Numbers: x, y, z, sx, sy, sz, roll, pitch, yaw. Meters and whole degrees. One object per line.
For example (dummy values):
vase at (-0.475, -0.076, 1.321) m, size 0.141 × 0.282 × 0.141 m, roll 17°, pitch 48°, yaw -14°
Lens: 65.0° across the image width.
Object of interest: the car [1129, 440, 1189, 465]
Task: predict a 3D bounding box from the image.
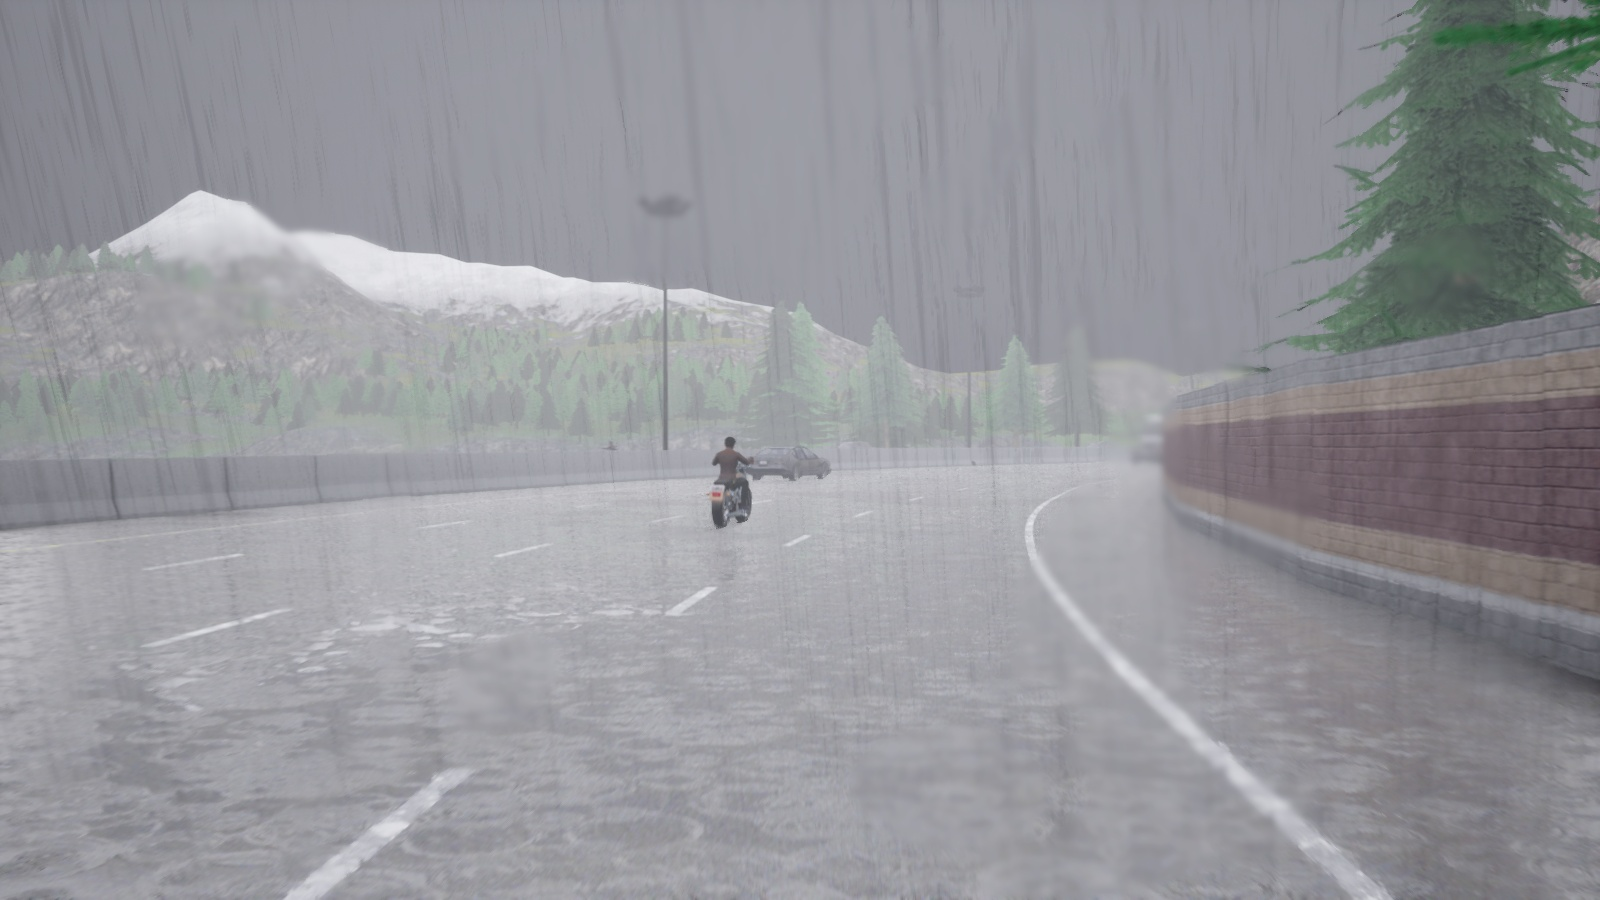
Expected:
car at (24.527, 0.134, 85.739) m, size 2.242 × 1.667 × 4.611 m, roll 0°, pitch 0°, yaw 40°

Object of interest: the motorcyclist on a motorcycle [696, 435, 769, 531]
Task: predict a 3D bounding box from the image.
motorcyclist on a motorcycle at (-1.201, 0.567, 22.818) m, size 0.766 × 1.649 × 2.350 m, roll 1°, pitch 0°, yaw 11°

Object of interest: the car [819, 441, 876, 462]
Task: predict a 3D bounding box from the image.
car at (3.764, 0.122, 98.981) m, size 2.033 × 1.649 × 4.856 m, roll 0°, pitch 0°, yaw 39°

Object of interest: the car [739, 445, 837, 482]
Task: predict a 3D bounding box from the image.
car at (-0.399, 0.509, 50.488) m, size 2.033 × 1.411 × 5.357 m, roll 0°, pitch 0°, yaw 22°
